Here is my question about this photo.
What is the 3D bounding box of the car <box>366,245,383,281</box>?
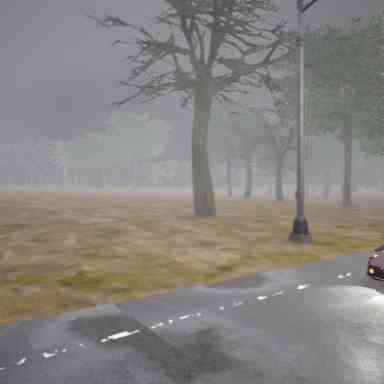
[{"bbox_3d":[6.302,1.567,8.489,4.181,1.385,1.994,0,0,-36],"label":"car"}]
